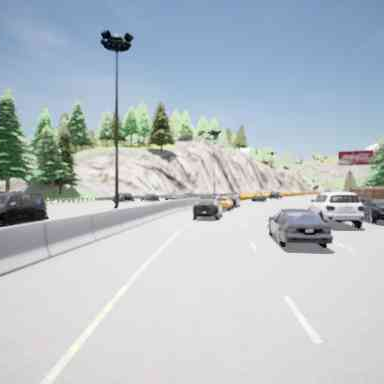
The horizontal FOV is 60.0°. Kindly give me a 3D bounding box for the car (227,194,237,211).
[{"bbox_3d":[3.302,1.119,35.263,1.801,1.575,5.366,0,1,14],"label":"car"}]

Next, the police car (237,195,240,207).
[{"bbox_3d":[4.761,1.038,40.838,1.930,1.638,5.238,0,1,16],"label":"police car"}]

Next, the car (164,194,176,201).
[{"bbox_3d":[-3.225,1.030,58.015,1.895,1.301,4.718,0,1,21],"label":"car"}]

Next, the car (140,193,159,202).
[{"bbox_3d":[-7.205,0.955,57.247,1.812,1.442,4.674,0,1,20],"label":"car"}]

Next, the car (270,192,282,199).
[{"bbox_3d":[17.881,0.796,70.972,1.837,1.490,4.892,0,1,28],"label":"car"}]

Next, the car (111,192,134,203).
[{"bbox_3d":[-11.571,0.790,55.416,2.097,1.767,4.553,0,1,19],"label":"car"}]

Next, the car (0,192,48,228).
[{"bbox_3d":[-9.526,1.037,16.825,2.150,2.045,5.566,0,1,7],"label":"car"}]

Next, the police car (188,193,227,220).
[{"bbox_3d":[1.296,1.178,25.654,1.930,1.638,5.238,0,1,10],"label":"police car"}]

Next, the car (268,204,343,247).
[{"bbox_3d":[4.455,1.416,14.358,2.033,1.411,5.357,0,1,6],"label":"car"}]

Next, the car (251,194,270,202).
[{"bbox_3d":[11.656,1.026,57.757,1.994,1.385,4.181,0,1,23],"label":"car"}]

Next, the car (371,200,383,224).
[{"bbox_3d":[12.709,1.308,22.774,1.837,1.490,4.892,0,1,9],"label":"car"}]

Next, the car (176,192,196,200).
[{"bbox_3d":[-0.388,0.811,55.542,2.097,1.767,4.553,0,1,20],"label":"car"}]

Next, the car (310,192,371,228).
[{"bbox_3d":[8.813,1.036,20.755,2.150,2.045,5.566,0,1,8],"label":"car"}]
